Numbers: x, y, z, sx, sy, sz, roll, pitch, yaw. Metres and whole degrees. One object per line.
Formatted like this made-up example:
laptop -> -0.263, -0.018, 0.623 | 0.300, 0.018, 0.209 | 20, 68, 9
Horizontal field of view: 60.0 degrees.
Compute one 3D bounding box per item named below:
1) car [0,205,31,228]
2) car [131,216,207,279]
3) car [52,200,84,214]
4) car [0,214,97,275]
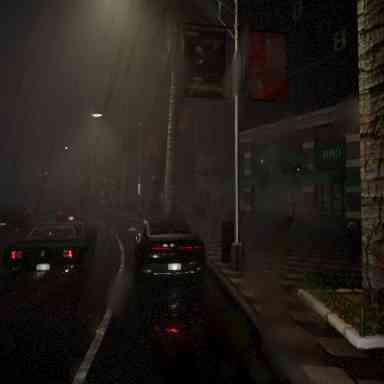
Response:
car -> -10.504, 1.469, 19.224 | 1.882, 1.535, 5.008 | 0, 0, -22
car -> -0.838, 1.502, 10.176 | 1.837, 1.490, 4.892 | 0, 0, -10
car -> -8.749, 1.517, 23.647 | 1.812, 1.442, 4.674 | 0, 0, -23
car -> -4.153, 1.598, 10.565 | 1.895, 1.301, 4.718 | 0, 0, -11
